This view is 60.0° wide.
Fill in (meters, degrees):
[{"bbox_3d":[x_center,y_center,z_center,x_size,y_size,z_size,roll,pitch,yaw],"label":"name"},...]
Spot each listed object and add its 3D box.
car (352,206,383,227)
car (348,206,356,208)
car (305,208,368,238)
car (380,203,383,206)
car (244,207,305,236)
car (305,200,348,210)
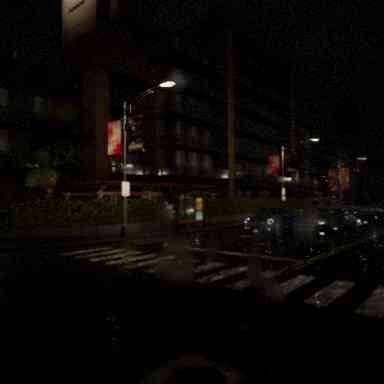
[{"bbox_3d":[14.944,2.072,27.632,1.895,1.301,4.718,-1,-2,40],"label":"car"},{"bbox_3d":[17.715,2.233,36.453,1.895,1.301,4.718,-1,-2,40],"label":"car"},{"bbox_3d":[8.806,1.909,20.266,2.033,1.411,5.357,-1,-2,40],"label":"car"},{"bbox_3d":[21.783,1.815,35.891,2.150,2.045,5.566,-1,-2,39],"label":"car"},{"bbox_3d":[5.197,1.761,21.408,2.097,1.767,4.553,-1,-2,40],"label":"car"},{"bbox_3d":[11.337,1.740,28.777,2.150,2.045,5.566,-1,-2,40],"label":"car"}]
